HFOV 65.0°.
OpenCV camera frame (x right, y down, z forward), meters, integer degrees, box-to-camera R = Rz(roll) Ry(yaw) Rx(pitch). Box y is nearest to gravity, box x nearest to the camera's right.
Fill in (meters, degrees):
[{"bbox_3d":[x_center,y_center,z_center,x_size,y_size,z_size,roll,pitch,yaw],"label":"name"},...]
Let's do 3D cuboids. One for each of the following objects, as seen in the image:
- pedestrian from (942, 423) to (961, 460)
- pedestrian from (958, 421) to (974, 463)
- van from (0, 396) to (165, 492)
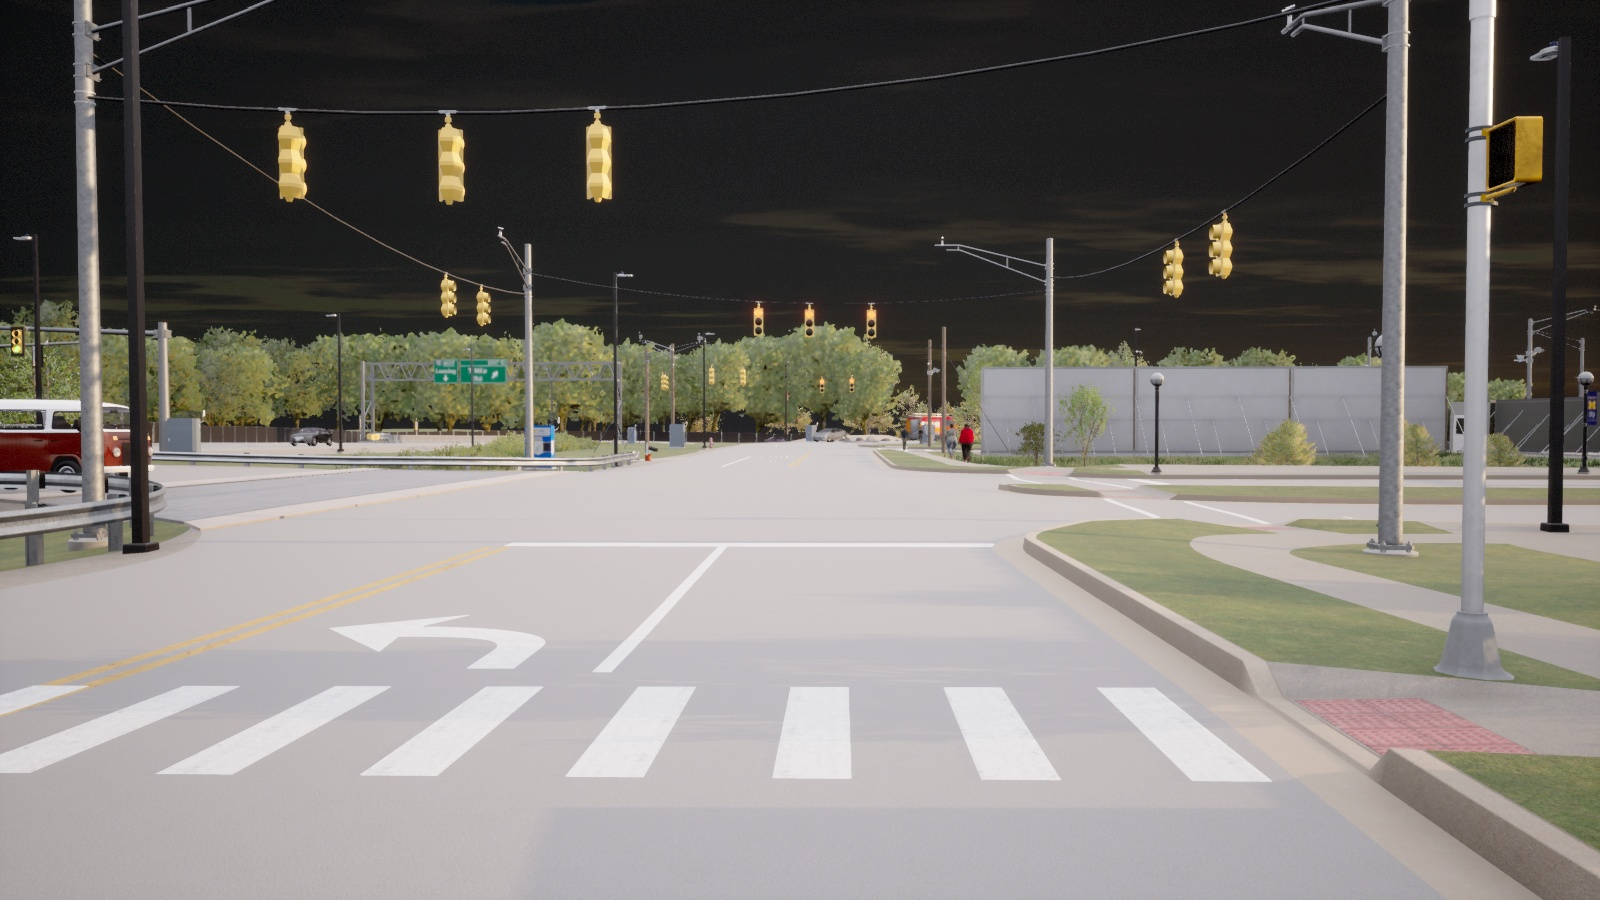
[{"bbox_3d":[7.571,-0.433,62.679,0.874,1.855,0.900,0,2,1],"label":"pedestrian"},{"bbox_3d":[7.455,-0.357,56.396,0.634,1.844,0.899,0,2,2],"label":"pedestrian"},{"bbox_3d":[-16.841,-0.136,27.853,4.480,2.038,2.069,0,1,5],"label":"van"}]
